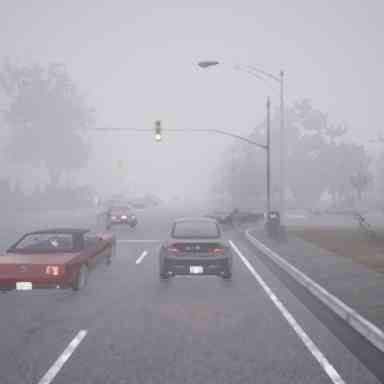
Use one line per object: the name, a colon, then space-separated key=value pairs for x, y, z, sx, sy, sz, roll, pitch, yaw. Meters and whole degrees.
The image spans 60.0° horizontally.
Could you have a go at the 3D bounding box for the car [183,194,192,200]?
car: x=-1.262 y=1.334 z=88.284 sx=2.033 sy=1.411 sz=5.357 roll=0 pitch=0 yaw=-7

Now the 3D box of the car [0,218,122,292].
car: x=-3.400 y=1.621 z=8.967 sx=1.895 sy=1.301 sz=4.718 roll=0 pitch=0 yaw=0

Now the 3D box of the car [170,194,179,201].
car: x=-4.751 y=1.318 z=87.928 sx=2.097 sy=1.767 sz=4.553 roll=0 pitch=0 yaw=-7

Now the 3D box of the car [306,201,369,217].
car: x=13.727 y=1.598 z=31.473 sx=5.357 sy=1.411 sz=2.033 roll=0 pitch=0 yaw=0

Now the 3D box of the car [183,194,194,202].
car: x=-0.526 y=1.558 z=78.403 sx=1.994 sy=1.385 sz=4.181 roll=0 pitch=0 yaw=-4

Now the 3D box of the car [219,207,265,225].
car: x=3.000 y=1.639 z=22.297 sx=1.895 sy=1.301 sz=4.718 roll=0 pitch=0 yaw=42

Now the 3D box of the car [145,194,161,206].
car: x=-7.059 y=1.300 z=56.633 sx=2.150 sy=2.045 sz=5.566 roll=0 pitch=0 yaw=-1

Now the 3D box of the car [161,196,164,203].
car: x=-7.112 y=1.539 z=66.821 sx=1.882 sy=1.535 sz=5.008 roll=0 pitch=0 yaw=-1

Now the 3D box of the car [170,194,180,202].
car: x=-3.999 y=1.372 z=77.857 sx=2.097 sy=1.767 sz=4.553 roll=0 pitch=0 yaw=-4

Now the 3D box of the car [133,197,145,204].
car: x=-10.617 y=1.662 z=66.953 sx=1.895 sy=1.301 sz=4.718 roll=0 pitch=0 yaw=-1

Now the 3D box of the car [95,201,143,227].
car: x=-5.185 y=1.586 z=22.335 sx=2.033 sy=1.411 sz=5.357 roll=0 pitch=0 yaw=-25

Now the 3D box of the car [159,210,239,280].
car: x=0.098 y=1.526 z=10.021 sx=1.837 sy=1.490 sz=4.892 roll=0 pitch=0 yaw=0

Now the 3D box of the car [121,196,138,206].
car: x=-10.568 y=1.556 z=56.867 sx=1.882 sy=1.535 sz=5.008 roll=0 pitch=0 yaw=1

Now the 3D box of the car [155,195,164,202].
car: x=-7.460 y=1.543 z=77.091 sx=1.812 sy=1.442 sz=4.674 roll=0 pitch=0 yaw=-3

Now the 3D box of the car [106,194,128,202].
car: x=-10.600 y=1.295 z=46.983 sx=2.150 sy=2.045 sz=5.566 roll=0 pitch=0 yaw=0

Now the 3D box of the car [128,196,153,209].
car: x=-7.102 y=1.620 z=46.455 sx=2.033 sy=1.411 sz=5.357 roll=0 pitch=0 yaw=0
